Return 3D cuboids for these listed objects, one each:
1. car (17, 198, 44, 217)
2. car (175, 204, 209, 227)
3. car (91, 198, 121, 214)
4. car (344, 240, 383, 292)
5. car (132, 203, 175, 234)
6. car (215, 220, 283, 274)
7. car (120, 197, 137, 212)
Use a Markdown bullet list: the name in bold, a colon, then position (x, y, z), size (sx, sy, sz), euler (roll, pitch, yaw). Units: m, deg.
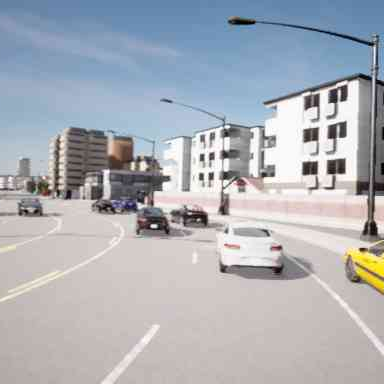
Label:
- **car**: position (-14.076, 1.275, 28.963), size (2.128, 1.511, 4.902), euler (2, -1, -28)
- **car**: position (-0.311, 1.656, 24.531), size (2.128, 1.511, 4.902), euler (2, 0, -19)
- **car**: position (-9.345, 1.493, 35.069), size (1.812, 1.442, 4.674), euler (2, -1, -29)
- **car**: position (4.952, 1.658, 7.374), size (1.801, 1.575, 5.366), euler (2, 0, 8)
- **car**: position (-2.389, 1.591, 19.419), size (1.812, 1.442, 4.674), euler (2, 0, -11)
- **car**: position (1.764, 1.658, 11.073), size (1.812, 1.442, 4.674), euler (2, -1, 2)
- **car**: position (-8.010, 1.393, 39.650), size (2.097, 1.767, 4.553), euler (2, 0, -29)
